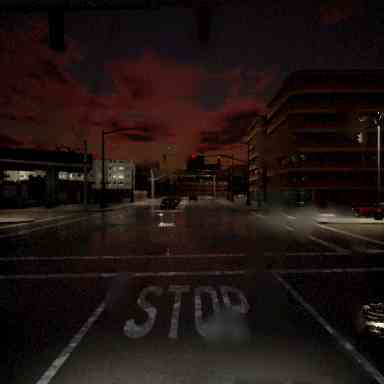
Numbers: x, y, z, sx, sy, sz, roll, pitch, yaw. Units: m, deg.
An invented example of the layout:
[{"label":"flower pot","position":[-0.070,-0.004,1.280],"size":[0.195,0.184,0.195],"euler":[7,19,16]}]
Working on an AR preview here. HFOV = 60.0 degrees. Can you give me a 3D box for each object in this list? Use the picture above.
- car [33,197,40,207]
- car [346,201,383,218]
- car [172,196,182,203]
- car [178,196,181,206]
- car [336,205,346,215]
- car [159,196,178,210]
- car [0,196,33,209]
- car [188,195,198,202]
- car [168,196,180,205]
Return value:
[{"label":"car","position":[-24.033,1.456,47.815],"size":[3.806,1.475,1.970],"euler":[0,0,1]},{"label":"car","position":[16.299,1.601,28.660],"size":[4.718,1.301,1.895],"euler":[0,0,-3]},{"label":"car","position":[-3.294,1.552,71.916],"size":[1.994,1.385,4.181],"euler":[0,0,0]},{"label":"car","position":[-3.215,1.352,52.709],"size":[2.097,1.767,4.553],"euler":[0,0,0]},{"label":"car","position":[16.215,1.564,32.143],"size":[4.181,1.385,1.994],"euler":[0,0,1]},{"label":"car","position":[-3.101,1.505,43.504],"size":[1.837,1.490,4.892],"euler":[0,0,-1]},{"label":"car","position":[-23.315,1.295,42.064],"size":[4.611,1.667,2.242],"euler":[0,0,1]},{"label":"car","position":[0.204,1.347,72.175],"size":[1.837,1.490,4.892],"euler":[0,0,0]},{"label":"car","position":[-3.271,1.478,61.891],"size":[1.882,1.535,5.008],"euler":[0,0,0]}]
